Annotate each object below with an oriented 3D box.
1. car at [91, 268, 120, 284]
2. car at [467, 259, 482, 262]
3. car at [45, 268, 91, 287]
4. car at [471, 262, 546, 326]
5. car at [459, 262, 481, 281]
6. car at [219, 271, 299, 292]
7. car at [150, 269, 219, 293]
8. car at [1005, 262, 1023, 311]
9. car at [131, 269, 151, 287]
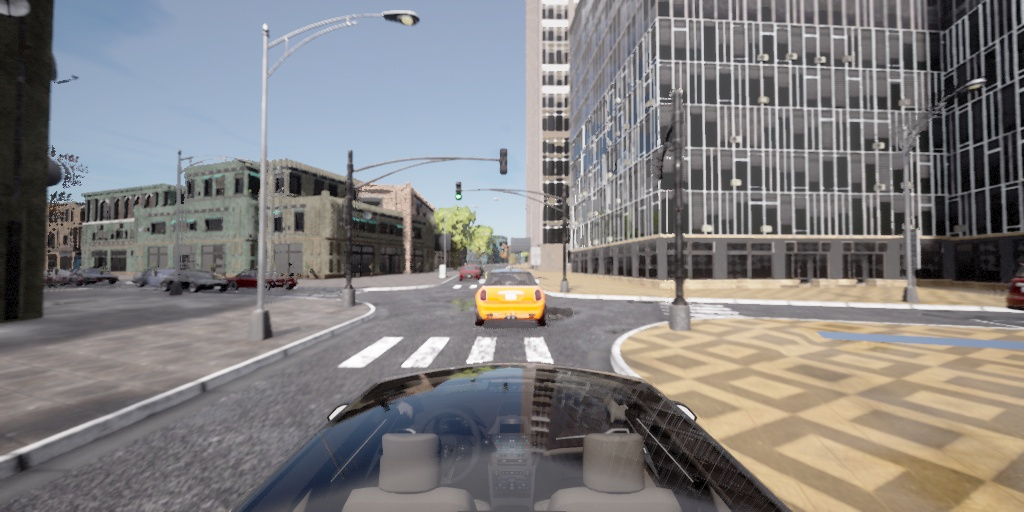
[{"bbox_3d":[-36.178,1.738,30.723,5.357,1.411,2.033,0,-2,20],"label":"car"},{"bbox_3d":[-4.678,1.437,44.721,2.150,2.045,5.566,0,-1,-3],"label":"car"},{"bbox_3d":[-35.224,1.693,27.722,4.207,1.307,1.802,0,0,20],"label":"car"},{"bbox_3d":[-0.078,1.217,12.375,2.097,1.767,4.553,0,-1,-1],"label":"car"},{"bbox_3d":[-4.036,1.586,34.782,1.882,1.535,5.008,0,-1,-4],"label":"car"},{"bbox_3d":[-16.455,1.627,23.585,4.718,1.301,1.895,0,-2,20],"label":"car"},{"bbox_3d":[-19.580,1.547,22.074,4.313,1.339,1.948,0,0,20],"label":"car"},{"bbox_3d":[16.329,0.991,8.973,5.009,1.841,2.192,0,0,20],"label":"car"},{"bbox_3d":[-26.193,1.655,27.100,5.357,1.411,2.033,0,-2,20],"label":"car"}]
